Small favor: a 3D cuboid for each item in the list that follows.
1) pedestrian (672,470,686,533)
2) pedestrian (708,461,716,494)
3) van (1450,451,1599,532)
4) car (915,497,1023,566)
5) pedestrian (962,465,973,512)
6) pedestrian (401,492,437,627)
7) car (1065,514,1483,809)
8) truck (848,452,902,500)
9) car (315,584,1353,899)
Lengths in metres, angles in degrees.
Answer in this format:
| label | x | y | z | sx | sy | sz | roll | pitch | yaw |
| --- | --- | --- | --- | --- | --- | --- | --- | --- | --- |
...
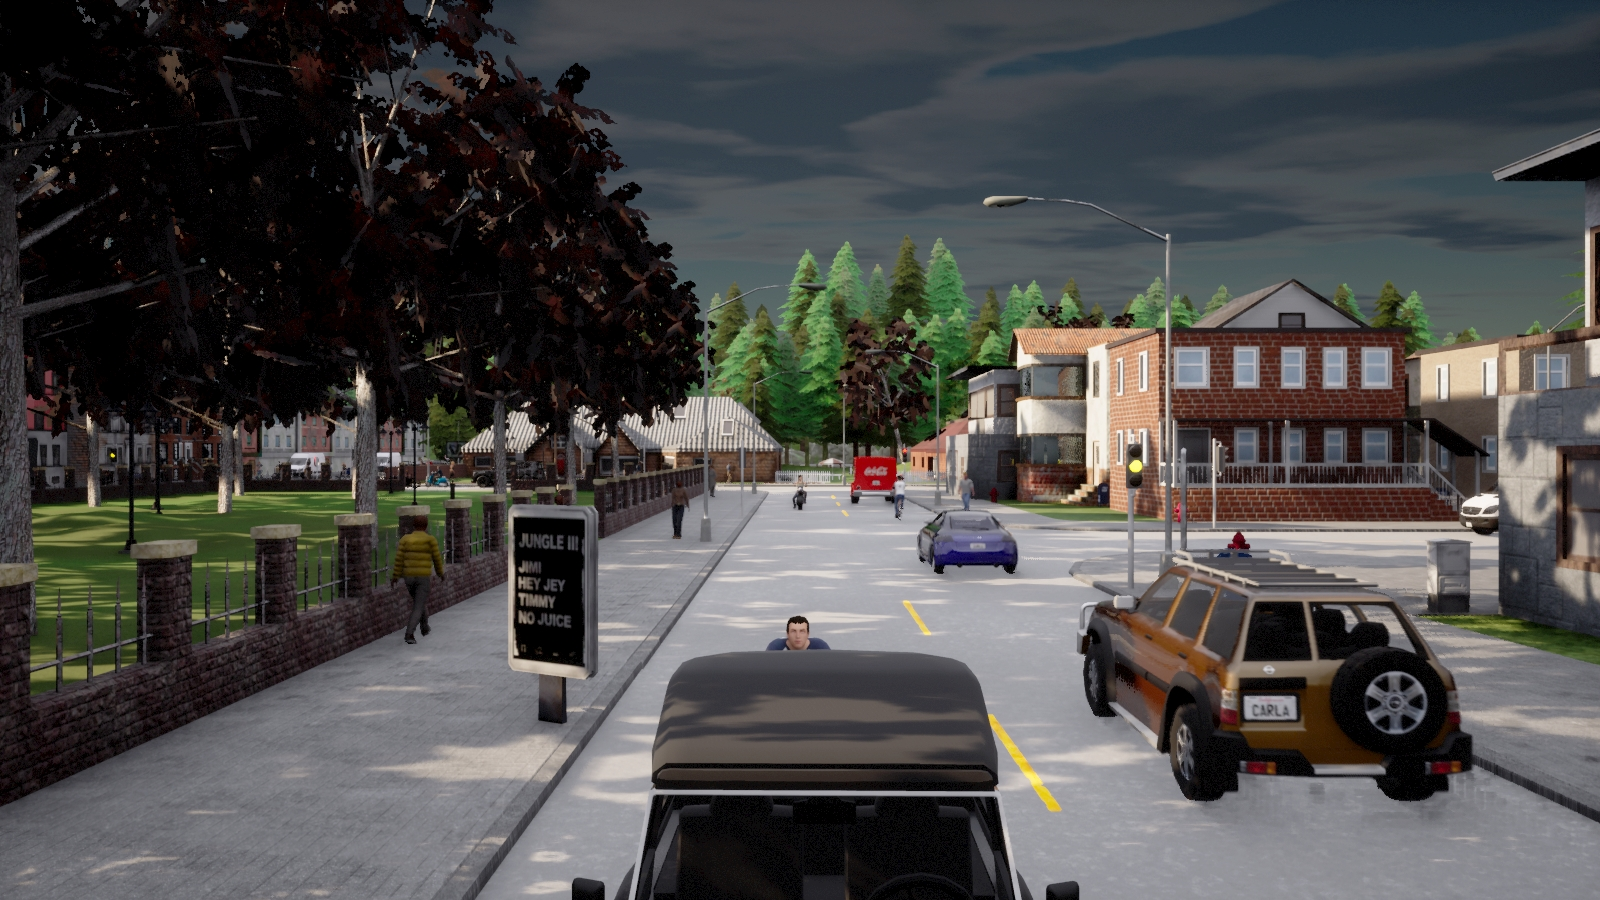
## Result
| label | x | y | z | sx | sy | sz | roll | pitch | yaw |
| --- | --- | --- | --- | --- | --- | --- | --- | --- | --- |
| pedestrian | -3.632 | 1.539 | 34.276 | 0.375 | 1.860 | 0.375 | 0 | 0 | 0 |
| pedestrian | -5.023 | 1.551 | 65.085 | 0.375 | 1.860 | 0.375 | 0 | 0 | 10 |
| van | 24.712 | 1.329 | 37.232 | 5.915 | 2.561 | 1.988 | 0 | 0 | 0 |
| car | 4.001 | 1.910 | 27.694 | 1.994 | 1.385 | 4.181 | 0 | 0 | 0 |
| pedestrian | 6.690 | 1.534 | 45.712 | 0.375 | 1.860 | 0.375 | 0 | 0 | 17 |
| pedestrian | -5.344 | 1.532 | 16.053 | 0.375 | 1.860 | 0.375 | 0 | 0 | 2 |
| car | 3.944 | 1.649 | 10.516 | 1.932 | 1.855 | 4.605 | 0 | 0 | 0 |
| truck | 3.969 | 1.372 | 61.570 | 2.627 | 2.467 | 5.204 | 0 | 0 | 1 |
| car | 0.090 | 1.640 | 4.031 | 1.905 | 1.878 | 3.866 | 0 | 0 | 1 |
